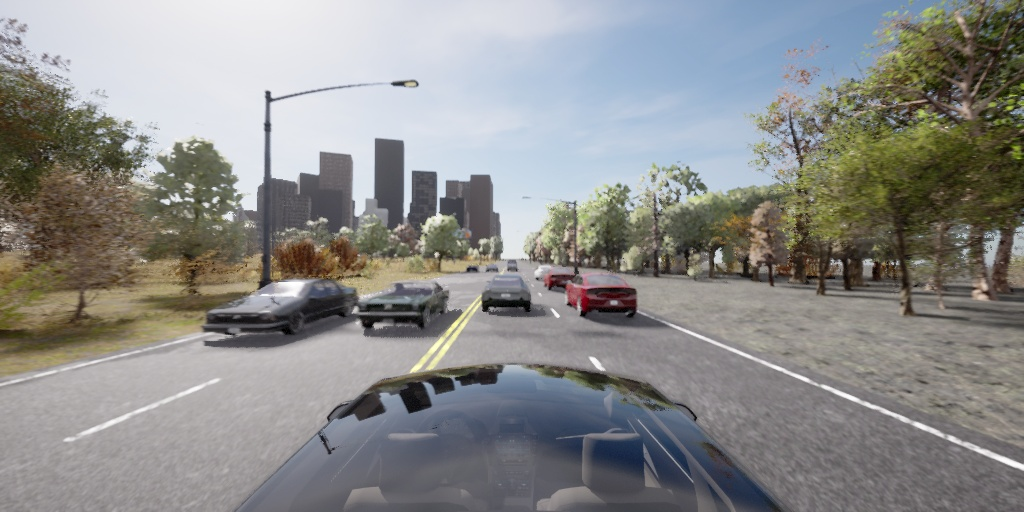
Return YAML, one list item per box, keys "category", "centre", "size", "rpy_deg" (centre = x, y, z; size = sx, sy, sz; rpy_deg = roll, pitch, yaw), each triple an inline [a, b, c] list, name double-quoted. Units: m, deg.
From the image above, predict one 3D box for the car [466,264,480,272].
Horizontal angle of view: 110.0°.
- category: "car"
  centre: [-6.497, 2.019, 59.520]
  size: [1.895, 1.301, 4.718]
  rpy_deg: [0, -1, 0]

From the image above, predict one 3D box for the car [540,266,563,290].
- category: "car"
  centre: [3.253, 1.510, 24.923]
  size: [1.882, 1.535, 5.008]
  rpy_deg: [0, -1, 0]

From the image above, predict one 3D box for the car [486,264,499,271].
- category: "car"
  centre: [-3.248, 1.983, 59.380]
  size: [1.994, 1.385, 4.181]
  rpy_deg: [0, -1, 0]

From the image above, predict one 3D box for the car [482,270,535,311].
- category: "car"
  centre: [-0.185, 1.488, 15.541]
  size: [1.994, 1.385, 4.181]
  rpy_deg: [0, -1, 1]

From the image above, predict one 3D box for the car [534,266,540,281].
- category: "car"
  centre: [3.255, 1.689, 35.925]
  size: [1.812, 1.442, 4.674]
  rpy_deg: [0, -1, 0]

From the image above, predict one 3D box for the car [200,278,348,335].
- category: "car"
  centre: [-6.599, 1.418, 11.187]
  size: [2.033, 1.411, 5.357]
  rpy_deg: [0, -1, 0]

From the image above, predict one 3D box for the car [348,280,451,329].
- category: "car"
  centre: [-3.348, 1.480, 11.912]
  size: [1.895, 1.301, 4.718]
  rpy_deg: [0, -1, 0]

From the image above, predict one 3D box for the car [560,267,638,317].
- category: "car"
  centre: [3.255, 1.371, 13.920]
  size: [1.882, 1.535, 5.008]
  rpy_deg: [0, -1, 0]

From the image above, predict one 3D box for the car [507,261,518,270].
- category: "car"
  centre: [0.087, 2.017, 64.698]
  size: [2.033, 1.411, 5.357]
  rpy_deg: [0, -1, 0]
